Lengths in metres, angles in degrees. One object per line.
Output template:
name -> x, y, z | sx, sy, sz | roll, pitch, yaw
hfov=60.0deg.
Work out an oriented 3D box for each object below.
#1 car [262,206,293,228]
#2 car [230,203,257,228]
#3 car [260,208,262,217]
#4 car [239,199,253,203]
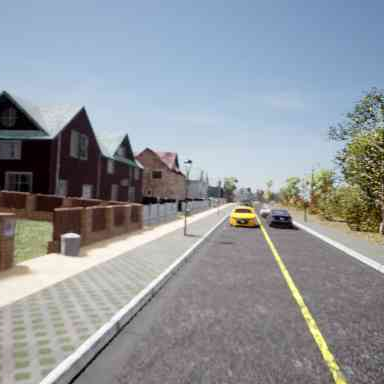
car -> 7.230, 2.133, 27.700 | 2.033, 1.411, 5.357 | 2, -1, 10
car -> 4.054, 1.906, 26.327 | 1.882, 1.535, 5.008 | 3, -1, 9
car -> 9.261, 2.391, 40.100 | 1.895, 1.301, 4.718 | 2, -1, 10
car -> 9.321, 2.171, 57.614 | 2.150, 2.045, 5.566 | 3, 0, 9
